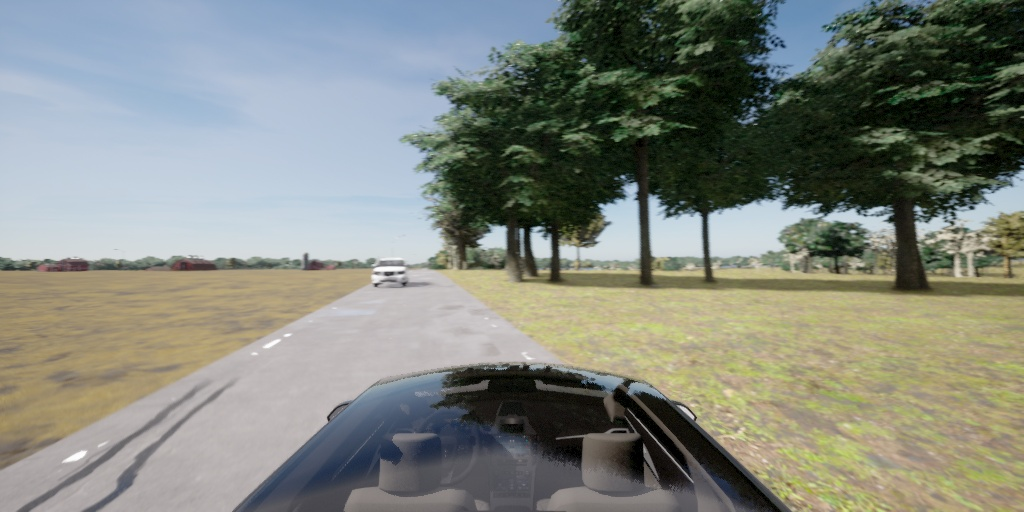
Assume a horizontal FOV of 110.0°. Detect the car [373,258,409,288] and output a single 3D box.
[{"bbox_3d":[-8.807,1.156,26.366,2.150,2.045,5.566,-1,0,-14],"label":"car"}]
